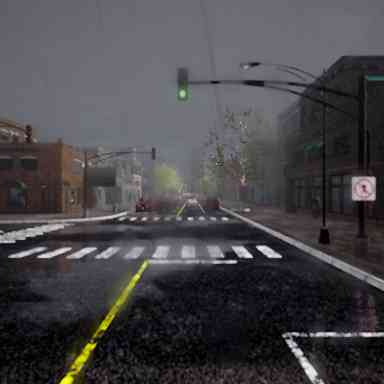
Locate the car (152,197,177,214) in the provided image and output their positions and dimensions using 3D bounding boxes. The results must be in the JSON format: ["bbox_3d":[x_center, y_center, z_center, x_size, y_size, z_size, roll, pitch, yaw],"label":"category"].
[{"bbox_3d":[-3.084,1.727,38.531,1.882,1.535,5.008,0,0,0],"label":"car"}]

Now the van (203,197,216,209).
[{"bbox_3d":[2.706,1.677,51.987,1.690,1.788,3.998,-1,0,0],"label":"van"}]

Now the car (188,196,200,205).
[{"bbox_3d":[0.123,1.968,68.626,1.812,1.442,4.674,0,0,0],"label":"car"}]

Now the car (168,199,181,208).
[{"bbox_3d":[-3.058,1.939,58.112,1.994,1.385,4.181,0,0,0],"label":"car"}]

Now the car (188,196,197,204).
[{"bbox_3d":[0.030,1.862,78.765,2.097,1.767,4.553,0,0,0],"label":"car"}]

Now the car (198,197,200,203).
[{"bbox_3d":[2.712,1.957,63.074,2.008,1.369,4.403,-1,0,0],"label":"car"}]

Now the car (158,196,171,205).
[{"bbox_3d":[-5.669,1.757,68.622,2.192,1.841,5.009,-1,0,0],"label":"car"}]

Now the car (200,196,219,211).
[{"bbox_3d":[2.703,1.615,46.444,2.192,1.841,5.009,-1,0,0],"label":"car"}]

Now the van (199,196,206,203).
[{"bbox_3d":[2.718,1.889,85.251,1.690,1.788,3.998,-1,0,0],"label":"van"}]

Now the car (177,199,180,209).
[{"bbox_3d":[-3.080,1.912,48.211,1.895,1.301,4.718,0,0,0],"label":"car"}]

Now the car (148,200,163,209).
[{"bbox_3d":[-5.673,1.918,51.989,1.802,1.307,4.206,-1,0,0],"label":"car"}]

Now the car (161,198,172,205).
[{"bbox_3d":[-5.664,2.043,74.164,1.947,1.339,4.313,-1,0,0],"label":"car"}]

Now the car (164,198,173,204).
[{"bbox_3d":[-5.663,2.057,79.708,1.887,1.381,4.507,-1,0,0],"label":"car"}]

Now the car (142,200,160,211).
[{"bbox_3d":[-5.675,1.845,46.445,1.887,1.381,4.507,-1,0,0],"label":"car"}]

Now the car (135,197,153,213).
[{"bbox_3d":[-5.679,1.580,40.903,2.192,1.841,5.009,-1,0,0],"label":"car"}]
